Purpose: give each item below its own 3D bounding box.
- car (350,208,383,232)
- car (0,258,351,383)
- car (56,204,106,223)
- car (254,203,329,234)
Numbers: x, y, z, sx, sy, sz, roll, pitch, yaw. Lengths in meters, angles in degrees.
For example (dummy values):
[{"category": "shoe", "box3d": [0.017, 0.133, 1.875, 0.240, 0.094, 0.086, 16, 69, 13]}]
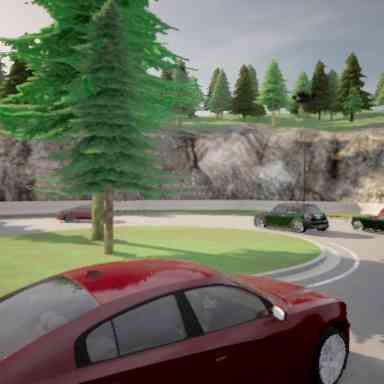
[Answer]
[{"category": "car", "box3d": [11.031, 1.703, 18.374, 1.895, 1.301, 4.718, 0, 0, -13]}, {"category": "car", "box3d": [-0.243, 1.486, 3.572, 5.008, 1.535, 1.882, 0, 0, -36]}, {"category": "car", "box3d": [-8.304, 1.595, 25.756, 4.181, 1.385, 1.994, 0, 0, -27]}, {"category": "car", "box3d": [5.903, 1.435, 20.351, 2.097, 1.767, 4.553, 0, 0, -32]}]
